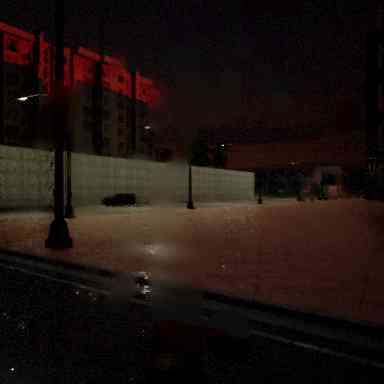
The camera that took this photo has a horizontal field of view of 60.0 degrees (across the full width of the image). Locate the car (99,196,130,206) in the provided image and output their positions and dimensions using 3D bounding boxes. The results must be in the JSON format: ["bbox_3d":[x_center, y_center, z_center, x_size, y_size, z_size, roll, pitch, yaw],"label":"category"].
[{"bbox_3d":[-12.805,1.451,55.092,1.837,1.490,4.892,0,0,36],"label":"car"}]

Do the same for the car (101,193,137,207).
[{"bbox_3d":[-11.080,1.173,51.538,2.150,2.045,5.566,0,0,36],"label":"car"}]
